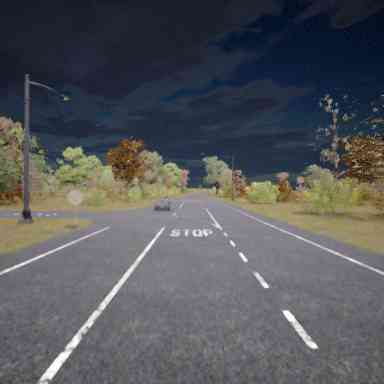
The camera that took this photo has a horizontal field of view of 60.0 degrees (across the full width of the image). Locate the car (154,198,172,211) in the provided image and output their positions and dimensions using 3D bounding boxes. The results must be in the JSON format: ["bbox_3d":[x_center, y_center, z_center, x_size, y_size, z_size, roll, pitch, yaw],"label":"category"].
[{"bbox_3d":[-3.426,1.461,39.489,1.837,1.490,4.892,0,0,0],"label":"car"}]
